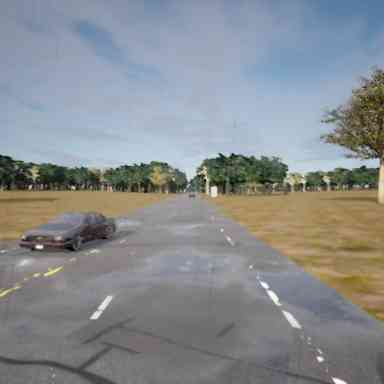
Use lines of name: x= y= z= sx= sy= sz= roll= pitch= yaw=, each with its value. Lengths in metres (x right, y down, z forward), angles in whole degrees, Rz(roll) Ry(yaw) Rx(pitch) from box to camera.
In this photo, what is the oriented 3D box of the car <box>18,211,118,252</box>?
car: x=-4.944 y=1.538 z=14.311 sx=2.033 sy=1.411 sz=5.357 roll=0 pitch=0 yaw=9
